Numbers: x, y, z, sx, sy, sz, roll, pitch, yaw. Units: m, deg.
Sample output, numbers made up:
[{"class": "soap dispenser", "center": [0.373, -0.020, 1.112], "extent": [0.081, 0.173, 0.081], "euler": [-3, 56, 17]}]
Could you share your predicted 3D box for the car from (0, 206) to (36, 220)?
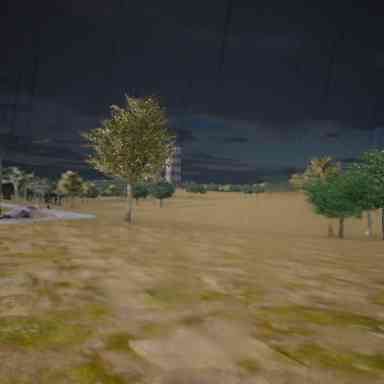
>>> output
[{"class": "car", "center": [-21.765, 2.803, 41.353], "extent": [1.994, 1.385, 4.181], "euler": [0, -3, 4]}]

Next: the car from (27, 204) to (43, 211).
[{"class": "car", "center": [-38.398, 3.732, 81.110], "extent": [4.674, 1.442, 1.812], "euler": [4, 1, 30]}]

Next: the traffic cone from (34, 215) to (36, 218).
[{"class": "traffic cone", "center": [-23.186, 3.581, 49.023], "extent": [0.340, 0.580, 0.340], "euler": [0, -3, 6]}]
